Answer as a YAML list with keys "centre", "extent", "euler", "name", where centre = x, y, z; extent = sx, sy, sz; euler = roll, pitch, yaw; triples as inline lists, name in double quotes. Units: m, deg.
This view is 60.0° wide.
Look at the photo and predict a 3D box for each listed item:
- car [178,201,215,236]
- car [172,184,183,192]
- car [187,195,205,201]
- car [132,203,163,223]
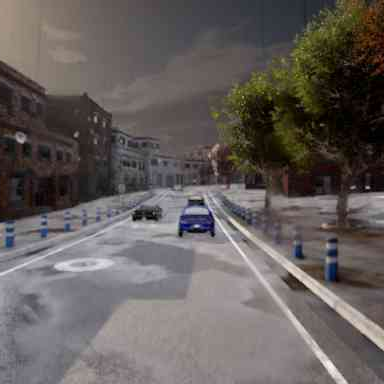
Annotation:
- centre: [0.261, 1.499, 18.690]
  extent: [1.882, 1.535, 5.008]
  euler: [0, 0, 1]
  name: "car"
- centre: [-2.884, -0.734, 66.850]
  extent: [2.128, 1.511, 4.902]
  euler: [0, 4, 2]
  name: "car"
- centre: [0.439, 1.080, 37.540]
  extent: [1.882, 1.535, 5.008]
  euler: [0, 2, 1]
  name: "car"
- centre: [-3.374, 1.542, 25.670]
  extent: [1.895, 1.301, 4.718]
  euler: [0, 1, 1]
  name: "car"
